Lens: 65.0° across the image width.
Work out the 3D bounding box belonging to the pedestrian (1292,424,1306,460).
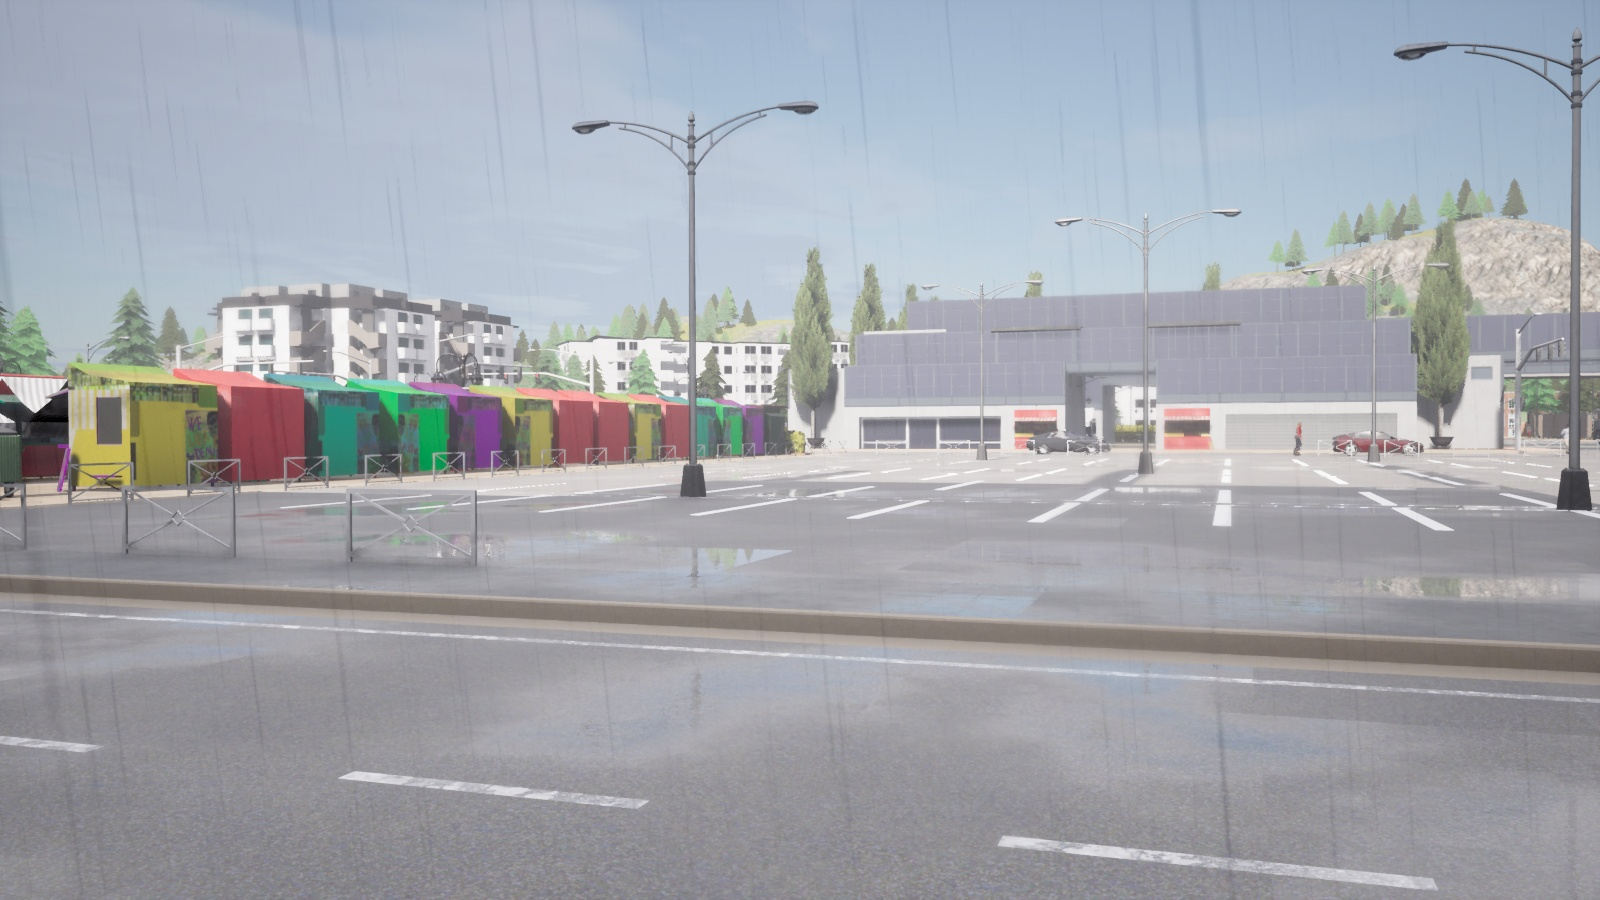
[{"bbox_3d":[26.013,-0.410,65.439,0.636,1.846,0.331,1,1,19],"label":"pedestrian"}]

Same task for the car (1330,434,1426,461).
[{"bbox_3d":[32.991,-0.145,71.838,4.792,1.488,2.163,1,1,20],"label":"car"}]

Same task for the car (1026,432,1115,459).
[{"bbox_3d":[16.015,-0.293,74.418,4.902,1.511,2.128,1,1,20],"label":"car"}]

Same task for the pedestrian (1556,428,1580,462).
[{"bbox_3d":[42.827,-0.299,69.995,0.874,1.855,0.900,0,1,13],"label":"pedestrian"}]
